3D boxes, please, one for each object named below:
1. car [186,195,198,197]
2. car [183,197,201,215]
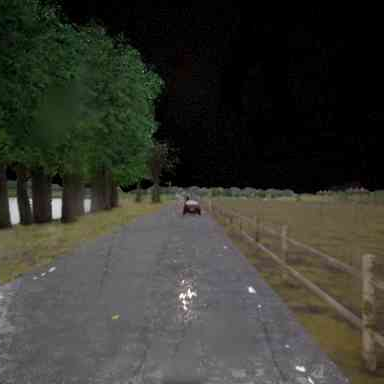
[{"bbox_3d":[-0.005,1.453,47.337,2.150,2.045,5.566,0,0,0],"label":"car"},{"bbox_3d":[-0.006,1.638,36.479,1.882,1.535,5.008,0,0,0],"label":"car"}]
